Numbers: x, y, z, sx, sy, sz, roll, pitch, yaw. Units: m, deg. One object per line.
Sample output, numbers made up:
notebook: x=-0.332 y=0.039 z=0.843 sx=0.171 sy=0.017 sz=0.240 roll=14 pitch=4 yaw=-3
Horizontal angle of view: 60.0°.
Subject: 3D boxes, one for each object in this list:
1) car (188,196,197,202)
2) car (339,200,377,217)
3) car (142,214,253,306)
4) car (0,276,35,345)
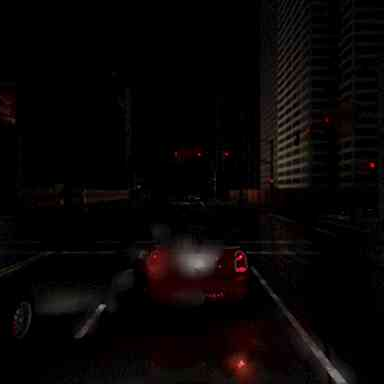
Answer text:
car: x=0.167 y=1.418 z=69.010 sx=1.895 sy=1.301 sz=4.718 roll=0 pitch=0 yaw=0
car: x=16.304 y=1.466 z=30.191 sx=5.357 sy=1.411 sz=2.033 roll=0 pitch=0 yaw=0
car: x=0.108 y=1.330 z=8.144 sx=2.097 sy=1.767 sz=4.553 roll=0 pitch=0 yaw=0
car: x=-3.395 y=1.517 z=3.370 sx=1.812 sy=1.442 sz=4.674 roll=0 pitch=0 yaw=0
